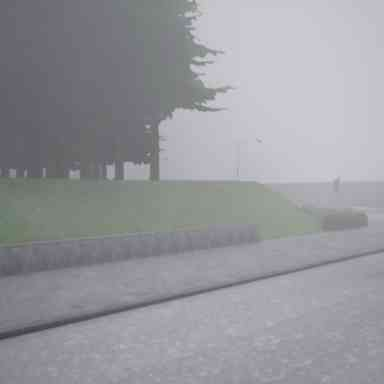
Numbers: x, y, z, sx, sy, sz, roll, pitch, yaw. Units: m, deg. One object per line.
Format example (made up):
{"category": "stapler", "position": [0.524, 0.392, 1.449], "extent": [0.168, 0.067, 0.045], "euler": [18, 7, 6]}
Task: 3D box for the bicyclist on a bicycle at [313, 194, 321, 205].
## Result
{"category": "bicyclist on a bicycle", "position": [14.918, 1.095, 39.630], "extent": [1.656, 1.620, 0.582], "euler": [-1, 0, -35]}
